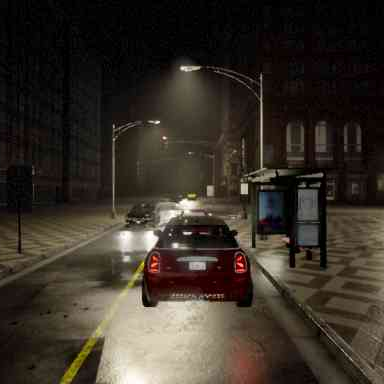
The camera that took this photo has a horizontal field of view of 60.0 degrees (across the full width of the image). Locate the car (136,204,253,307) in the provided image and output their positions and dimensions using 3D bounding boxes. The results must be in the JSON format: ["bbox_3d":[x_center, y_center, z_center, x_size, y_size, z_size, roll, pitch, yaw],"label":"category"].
[{"bbox_3d":[0.096,1.352,8.126,2.097,1.767,4.553,0,0,0],"label":"car"}]

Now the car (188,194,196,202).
[{"bbox_3d":[-0.039,1.442,74.360,1.895,1.301,4.718,0,0,0],"label":"car"}]

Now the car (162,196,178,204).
[{"bbox_3d":[-3.120,1.551,41.274,1.895,1.301,4.718,0,0,0],"label":"car"}]

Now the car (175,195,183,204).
[{"bbox_3d":[-3.112,1.450,59.229,2.033,1.411,5.357,0,0,0],"label":"car"}]

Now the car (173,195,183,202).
[{"bbox_3d":[-3.038,1.373,74.595,2.128,1.511,4.902,0,0,0],"label":"car"}]

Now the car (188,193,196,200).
[{"bbox_3d":[-0.044,1.127,84.335,1.882,1.535,5.008,0,0,0],"label":"car"}]

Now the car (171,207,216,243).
[{"bbox_3d":[0.087,1.558,16.769,1.994,1.385,4.181,0,0,1],"label":"car"}]

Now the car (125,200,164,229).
[{"bbox_3d":[-3.111,1.494,21.700,1.837,1.490,4.892,0,0,0],"label":"car"}]
